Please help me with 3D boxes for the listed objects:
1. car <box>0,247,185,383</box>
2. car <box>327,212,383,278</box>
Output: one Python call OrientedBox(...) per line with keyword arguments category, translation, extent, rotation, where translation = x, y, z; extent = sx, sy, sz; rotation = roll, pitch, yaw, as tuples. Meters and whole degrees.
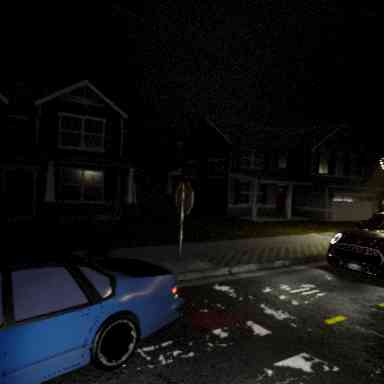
OrientedBox(category="car", translation=(-2.440, 1.417, 3.674), extent=(2.033, 1.411, 5.357), rotation=(3, 1, 43))
OrientedBox(category="car", translation=(6.119, 1.390, 9.811), extent=(4.553, 1.767, 2.097), rotation=(1, 2, -32))
